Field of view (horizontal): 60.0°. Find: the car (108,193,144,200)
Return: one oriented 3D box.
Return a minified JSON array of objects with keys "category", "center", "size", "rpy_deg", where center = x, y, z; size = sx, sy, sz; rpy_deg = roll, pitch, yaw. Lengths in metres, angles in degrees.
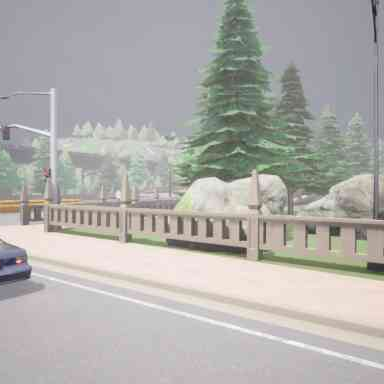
[{"category":"car","center":[-10.973,1.414,55.250],"size":[2.128,1.511,4.902],"rpy_deg":[0,1,36]}]

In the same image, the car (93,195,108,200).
[{"category":"car","center":[-15.764,1.358,60.573],"size":[1.882,1.535,5.008],"rpy_deg":[0,2,36]}]

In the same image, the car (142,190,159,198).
[{"category":"car","center":[-8.525,0.769,64.644],"size":[2.150,2.045,5.566],"rpy_deg":[0,3,36]}]

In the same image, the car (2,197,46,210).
[{"category":"car","center":[-22.625,1.477,45.002],"size":[1.882,1.535,5.008],"rpy_deg":[0,0,36]}]

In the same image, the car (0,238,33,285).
[{"category":"car","center":[-6.146,1.547,8.340],"size":[5.357,1.411,2.033],"rpy_deg":[0,0,36]}]

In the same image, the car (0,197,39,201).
[{"category":"car","center":[-21.529,1.601,40.533],"size":[1.895,1.301,4.718],"rpy_deg":[0,0,36]}]
